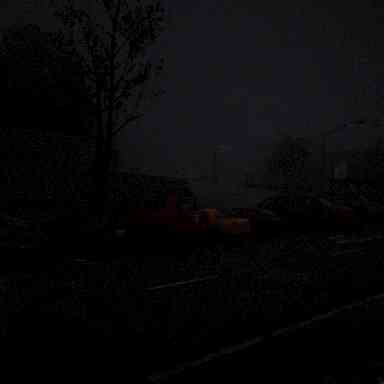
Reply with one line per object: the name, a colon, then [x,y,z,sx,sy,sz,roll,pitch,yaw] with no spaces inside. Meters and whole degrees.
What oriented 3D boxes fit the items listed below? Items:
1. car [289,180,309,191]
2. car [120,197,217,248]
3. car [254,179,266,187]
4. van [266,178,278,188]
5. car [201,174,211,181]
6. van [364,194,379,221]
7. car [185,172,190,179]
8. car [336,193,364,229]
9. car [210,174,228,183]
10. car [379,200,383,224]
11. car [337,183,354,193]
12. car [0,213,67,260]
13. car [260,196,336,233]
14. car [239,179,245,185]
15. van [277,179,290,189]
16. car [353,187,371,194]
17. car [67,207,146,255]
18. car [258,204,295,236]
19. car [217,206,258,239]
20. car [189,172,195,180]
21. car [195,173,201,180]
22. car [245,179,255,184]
car: [21.017,-0.993,63.660,2.231,1.521,4.892,7,3,35]
car: [-2.017,1.248,15.079,5.566,2.045,2.435,-1,-1,35]
car: [15.989,-1.813,71.248,1.946,1.575,5.366,7,3,35]
van: [17.551,-1.765,68.510,1.878,1.987,4.442,7,4,35]
car: [5.528,-3.700,85.850,2.435,2.045,5.566,7,4,34]
van: [10.429,1.296,23.608,4.442,1.987,1.878,-1,-1,35]
car: [0.267,-4.363,93.158,2.435,2.045,5.566,1,-1,35]
car: [7.883,1.267,21.950,5.566,2.045,2.435,-1,-1,35]
car: [7.368,-3.177,83.582,1.946,1.575,5.366,7,3,34]
car: [12.846,1.403,25.347,4.553,1.767,2.185,-1,-1,36]
car: [26.192,-0.427,56.249,2.435,2.045,5.566,7,3,35]
car: [-6.898,1.493,11.611,4.892,1.521,2.231,-1,-1,35]
car: [5.361,1.262,20.257,5.566,2.045,2.435,-1,-1,35]
car: [12.438,-2.318,76.048,2.002,1.452,4.674,7,3,35]
van: [19.268,-1.492,66.030,1.878,1.987,4.442,7,4,35]
car: [27.871,0.135,53.769,2.002,1.452,4.674,7,3,35]
car: [-4.470,1.524,13.346,4.792,1.488,2.163,-1,-1,35]
car: [2.926,1.548,18.511,4.674,1.452,2.002,-1,-1,35]
car: [0.311,1.503,16.896,5.366,1.575,1.946,-1,-1,35]
car: [2.027,-4.086,90.803,2.185,1.767,4.553,4,1,34]
car: [3.746,-3.851,88.324,2.185,1.767,4.553,6,3,34]
car: [14.169,-2.045,73.577,2.002,1.452,4.674,7,4,35]
